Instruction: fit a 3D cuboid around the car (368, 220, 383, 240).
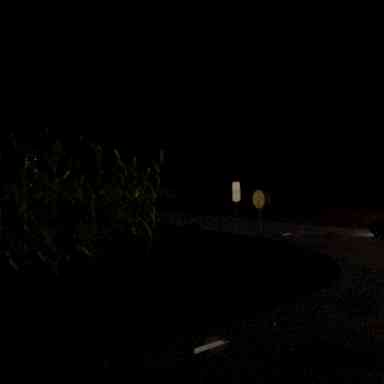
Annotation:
[{"bbox_3d":[9.499,1.487,13.448,2.033,1.411,5.357,-1,1,-4],"label":"car"}]
